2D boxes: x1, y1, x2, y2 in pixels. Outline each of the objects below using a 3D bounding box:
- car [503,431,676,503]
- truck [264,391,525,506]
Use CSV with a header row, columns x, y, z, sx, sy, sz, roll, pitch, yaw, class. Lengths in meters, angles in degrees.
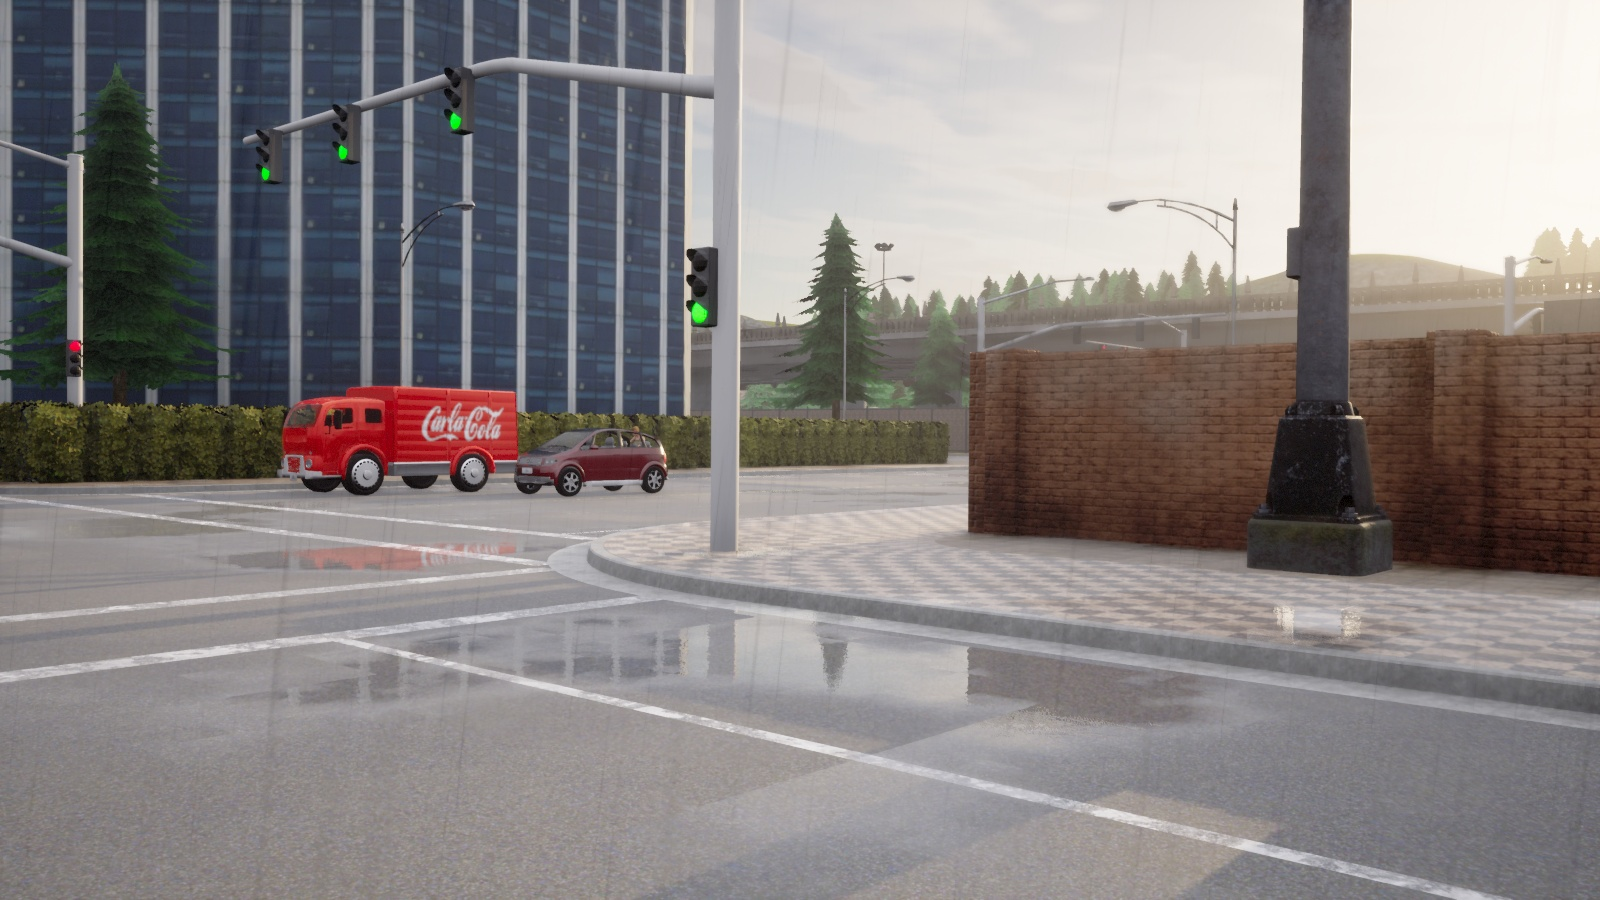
x,y,z,sx,sy,sz,roll,pitch,yaw,class
-4.882,0.352,29.483,1.789,1.549,3.705,0,1,41,car
-9.437,-0.074,29.588,2.627,2.467,5.204,0,1,41,truck
